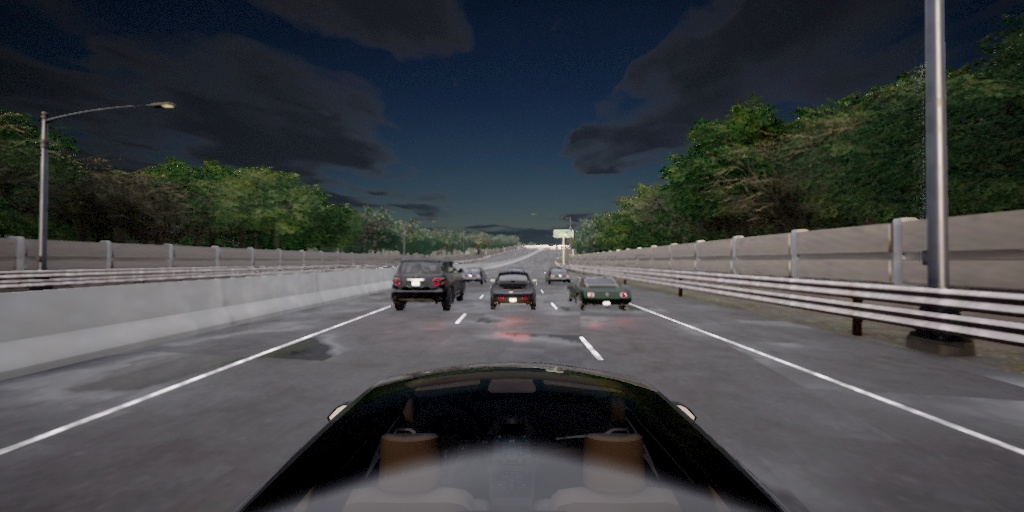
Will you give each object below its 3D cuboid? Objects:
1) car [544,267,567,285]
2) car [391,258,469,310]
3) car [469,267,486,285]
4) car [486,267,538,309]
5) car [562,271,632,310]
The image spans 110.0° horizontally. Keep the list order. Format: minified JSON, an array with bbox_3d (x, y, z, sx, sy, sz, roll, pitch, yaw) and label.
[{"bbox_3d":[3.811,1.657,30.328,2.033,1.411,5.357,0,-1,1],"label":"car"},{"bbox_3d":[-3.438,1.119,15.602,2.150,2.045,5.566,0,-1,1],"label":"car"},{"bbox_3d":[-3.188,1.656,30.489,2.033,1.411,5.357,0,-1,1],"label":"car"},{"bbox_3d":[0.069,1.414,15.835,1.837,1.490,4.892,0,0,1],"label":"car"},{"bbox_3d":[3.564,1.505,15.598,1.895,1.301,4.718,0,-1,1],"label":"car"}]
